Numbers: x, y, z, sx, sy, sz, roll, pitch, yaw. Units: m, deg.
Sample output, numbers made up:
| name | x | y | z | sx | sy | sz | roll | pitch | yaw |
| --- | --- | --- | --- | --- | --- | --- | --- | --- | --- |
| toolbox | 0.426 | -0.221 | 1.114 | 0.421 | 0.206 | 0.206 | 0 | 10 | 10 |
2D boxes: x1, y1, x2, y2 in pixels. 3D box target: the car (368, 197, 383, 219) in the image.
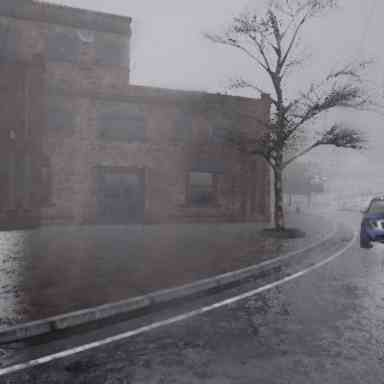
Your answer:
| name | x | y | z | sx | sy | sz | roll | pitch | yaw |
| --- | --- | --- | --- | --- | --- | --- | --- | --- | --- |
| car | 17.720 | 1.414 | 29.847 | 2.097 | 1.767 | 4.553 | 0 | 0 | 9 |

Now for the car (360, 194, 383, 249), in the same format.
| name | x | y | z | sx | sy | sz | roll | pitch | yaw |
| --- | --- | --- | --- | --- | --- | --- | --- | --- | --- |
| car | 8.726 | 1.251 | 14.458 | 2.150 | 2.045 | 5.566 | 0 | 0 | 31 |
